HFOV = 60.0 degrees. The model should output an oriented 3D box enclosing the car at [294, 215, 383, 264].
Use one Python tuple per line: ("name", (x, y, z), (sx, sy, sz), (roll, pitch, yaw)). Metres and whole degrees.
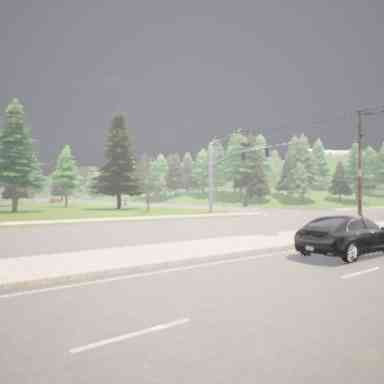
("car", (5.855, 1.636, 12.477), (4.892, 1.490, 1.837), (0, 0, -36))
